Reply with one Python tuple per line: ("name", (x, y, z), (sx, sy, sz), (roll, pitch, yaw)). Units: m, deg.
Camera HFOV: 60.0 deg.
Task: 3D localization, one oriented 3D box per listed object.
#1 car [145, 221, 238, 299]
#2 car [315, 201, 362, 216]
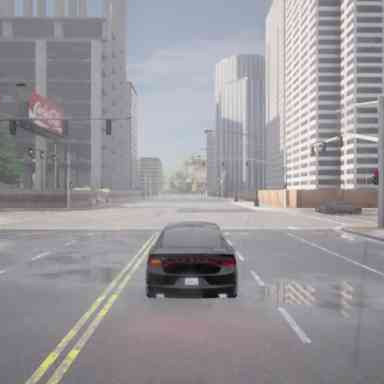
("car", (0.002, 1.476, 8.523), (1.882, 1.535, 5.008), (0, 0, 0))
("car", (14.334, 1.559, 32.643), (4.181, 1.385, 1.994), (0, 0, -1))
